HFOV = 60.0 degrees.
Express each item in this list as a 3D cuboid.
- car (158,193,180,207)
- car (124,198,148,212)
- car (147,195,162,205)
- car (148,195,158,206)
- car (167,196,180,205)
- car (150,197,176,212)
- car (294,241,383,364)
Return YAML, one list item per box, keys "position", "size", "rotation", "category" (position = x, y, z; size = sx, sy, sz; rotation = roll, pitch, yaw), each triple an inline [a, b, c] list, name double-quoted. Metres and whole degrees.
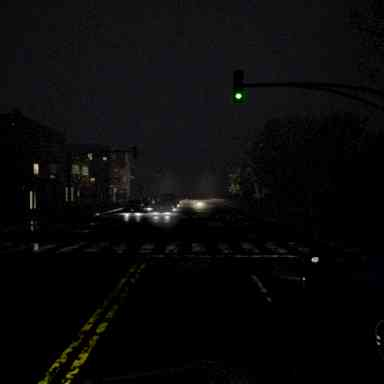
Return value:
- position: [-3.320, 1.230, 48.676]
  size: [2.150, 2.045, 5.566]
  rotation: [0, 0, 0]
  category: "car"
- position: [-6.584, 1.553, 38.427]
  size: [2.033, 1.411, 5.357]
  rotation: [0, 0, -3]
  category: "car"
- position: [-6.569, 1.364, 58.906]
  size: [2.097, 1.767, 4.553]
  rotation: [0, 0, 0]
  category: "car"
- position: [-6.568, 1.556, 49.064]
  size: [2.033, 1.411, 5.357]
  rotation: [0, 0, 0]
  category: "car"
- position: [-3.311, 1.489, 60.126]
  size: [1.882, 1.535, 5.008]
  rotation: [0, 0, 2]
  category: "car"
- position: [-3.306, 1.570, 38.316]
  size: [1.994, 1.385, 4.181]
  rotation: [0, 0, 0]
  category: "car"
- position: [3.359, 1.548, 5.538]
  size: [2.033, 1.411, 5.357]
  rotation: [0, 0, 0]
  category: "car"
